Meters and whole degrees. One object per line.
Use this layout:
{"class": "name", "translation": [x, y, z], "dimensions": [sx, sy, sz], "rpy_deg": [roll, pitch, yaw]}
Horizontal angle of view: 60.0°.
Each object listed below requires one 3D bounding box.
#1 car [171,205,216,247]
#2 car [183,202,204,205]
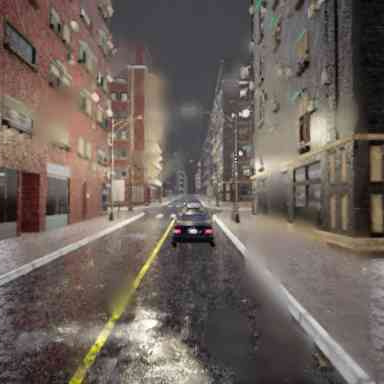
{"class": "car", "translation": [0.092, 1.532, 15.042], "dimensions": [2.033, 1.411, 5.357], "rpy_deg": [0, 0, 1]}
{"class": "car", "translation": [0.115, 1.530, 29.454], "dimensions": [1.994, 1.385, 4.181], "rpy_deg": [0, 0, 0]}
